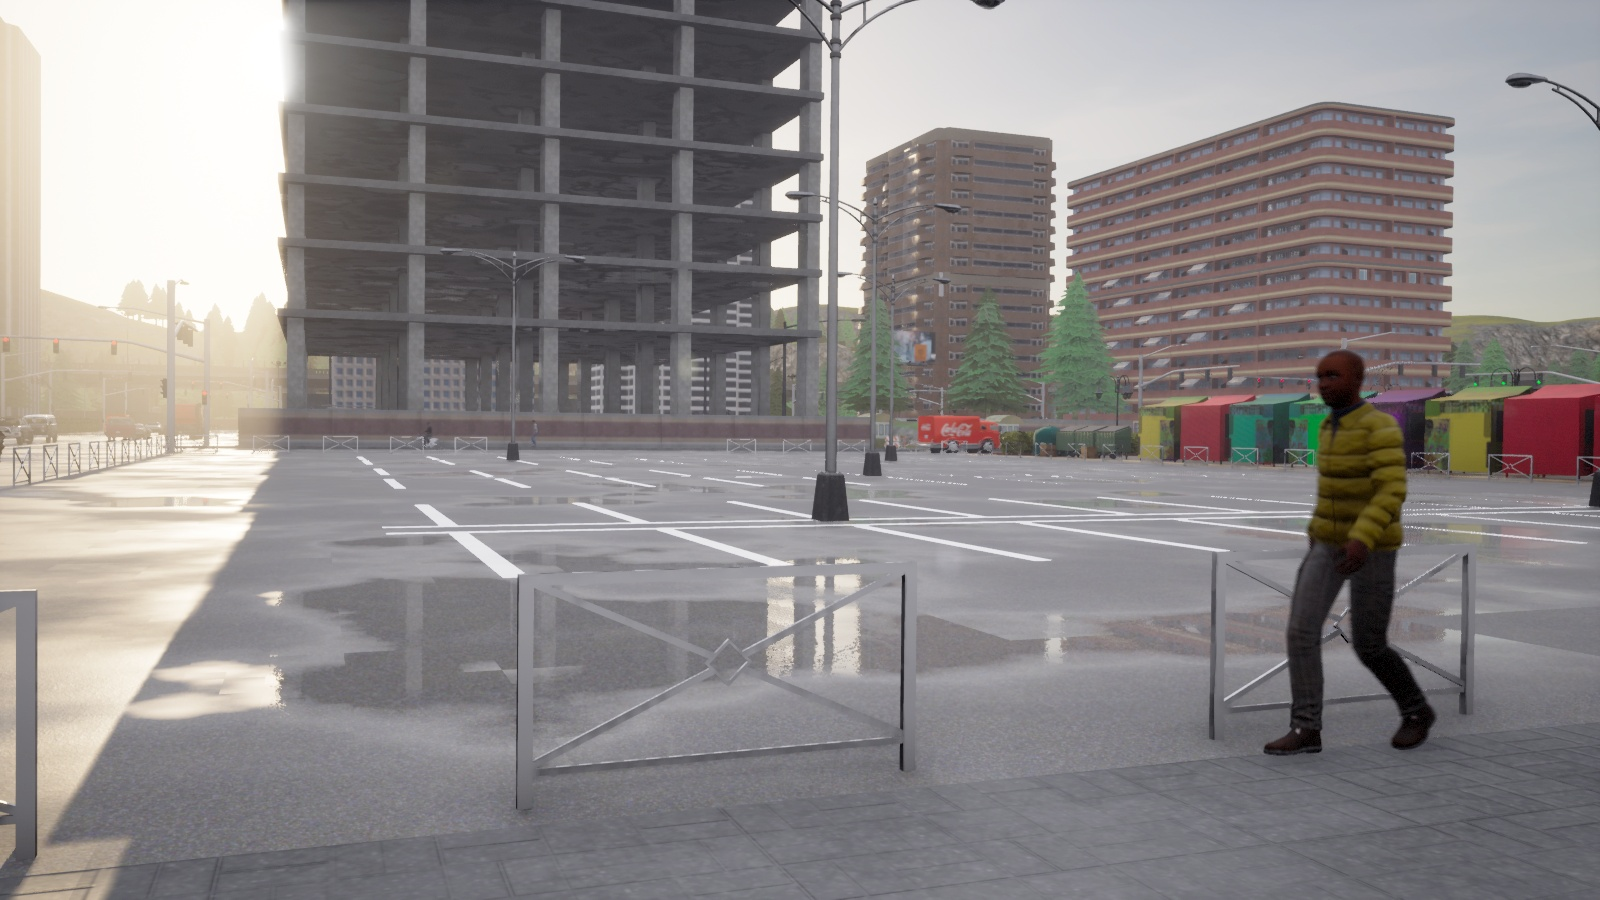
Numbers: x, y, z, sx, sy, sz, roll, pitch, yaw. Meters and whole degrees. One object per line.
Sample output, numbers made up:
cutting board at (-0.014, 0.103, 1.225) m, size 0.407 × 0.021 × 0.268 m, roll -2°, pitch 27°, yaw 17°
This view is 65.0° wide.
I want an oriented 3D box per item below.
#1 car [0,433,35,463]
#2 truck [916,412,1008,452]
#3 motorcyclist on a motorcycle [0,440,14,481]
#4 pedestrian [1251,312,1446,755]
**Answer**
car at (-51.124, -0.155, 81.270) m, size 1.932 × 1.855 × 4.605 m, roll -1°, pitch 1°, yaw -21°
truck at (10.438, -1.174, 80.942) m, size 5.204 × 2.467 × 2.627 m, roll -1°, pitch 1°, yaw -21°
motorcyclist on a motorcycle at (-30.371, 0.392, 47.284) m, size 0.866 × 1.530 × 2.191 m, roll -1°, pitch 1°, yaw -21°
pedestrian at (2.400, 0.341, 5.496) m, size 0.726 × 1.835 × 0.370 m, roll -1°, pitch 1°, yaw -21°
